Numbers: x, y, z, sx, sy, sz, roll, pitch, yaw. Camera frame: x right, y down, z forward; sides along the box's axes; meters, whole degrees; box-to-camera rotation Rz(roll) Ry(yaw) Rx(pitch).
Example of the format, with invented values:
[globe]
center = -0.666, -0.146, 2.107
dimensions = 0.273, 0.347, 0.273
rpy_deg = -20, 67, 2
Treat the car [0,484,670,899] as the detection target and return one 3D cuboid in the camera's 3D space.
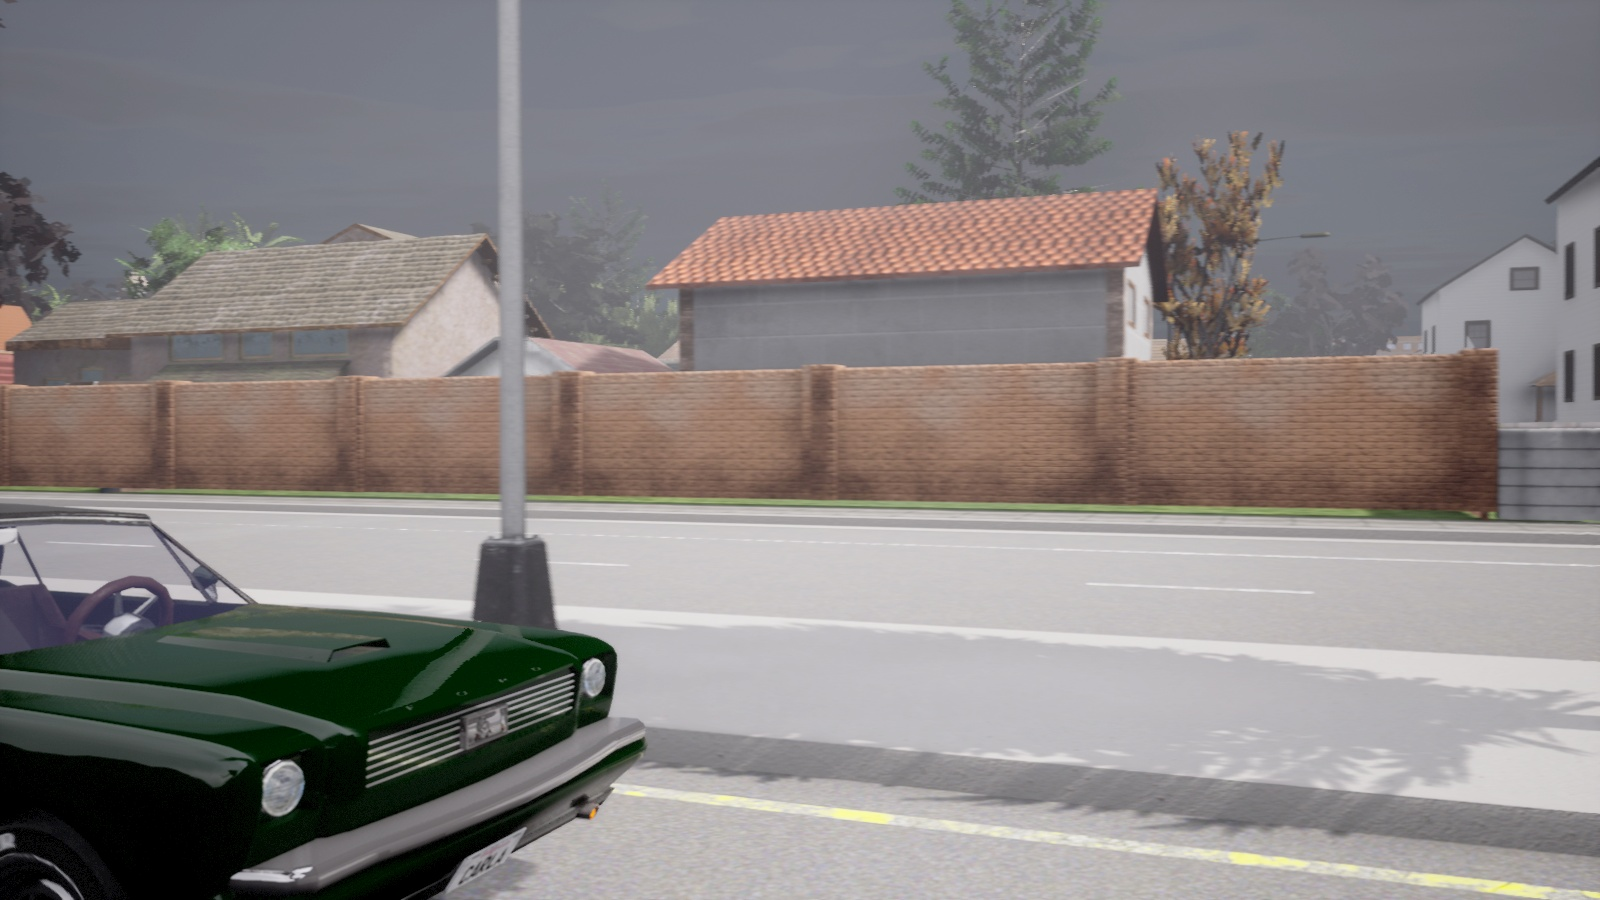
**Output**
[car]
center = -3.011, 0.832, 4.426
dimensions = 4.718, 1.301, 1.895
rpy_deg = 1, 1, 21
